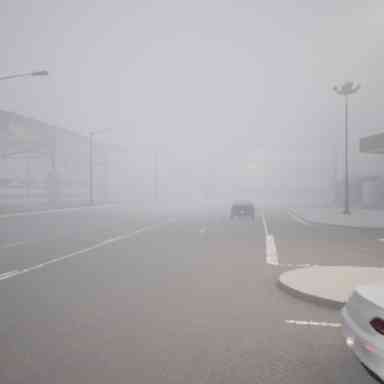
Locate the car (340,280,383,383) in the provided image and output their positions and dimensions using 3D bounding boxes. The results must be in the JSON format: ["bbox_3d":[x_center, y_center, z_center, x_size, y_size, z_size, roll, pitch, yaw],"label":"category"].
[{"bbox_3d":[4.132,1.512,3.542,4.674,1.442,1.812,0,0,10],"label":"car"}]

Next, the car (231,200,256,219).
[{"bbox_3d":[4.449,1.393,28.635,1.882,1.535,5.008,0,0,11],"label":"car"}]
